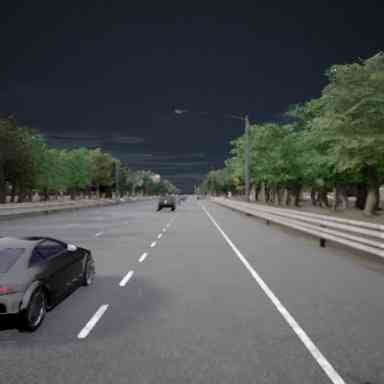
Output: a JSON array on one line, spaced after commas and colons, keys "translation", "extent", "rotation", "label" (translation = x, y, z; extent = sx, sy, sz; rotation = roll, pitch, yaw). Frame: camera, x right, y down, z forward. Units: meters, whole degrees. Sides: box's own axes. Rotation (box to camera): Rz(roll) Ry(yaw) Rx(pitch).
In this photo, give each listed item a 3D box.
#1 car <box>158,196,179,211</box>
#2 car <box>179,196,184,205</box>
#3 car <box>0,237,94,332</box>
[{"translation": [-3.399, 1.511, 45.725], "extent": [2.150, 2.045, 5.566], "rotation": [0, 0, 0], "label": "car"}, {"translation": [-3.326, 1.987, 70.835], "extent": [2.033, 1.411, 5.357], "rotation": [0, 0, 0], "label": "car"}, {"translation": [-3.495, 1.608, 6.908], "extent": [1.994, 1.385, 4.181], "rotation": [0, 0, 0], "label": "car"}]
